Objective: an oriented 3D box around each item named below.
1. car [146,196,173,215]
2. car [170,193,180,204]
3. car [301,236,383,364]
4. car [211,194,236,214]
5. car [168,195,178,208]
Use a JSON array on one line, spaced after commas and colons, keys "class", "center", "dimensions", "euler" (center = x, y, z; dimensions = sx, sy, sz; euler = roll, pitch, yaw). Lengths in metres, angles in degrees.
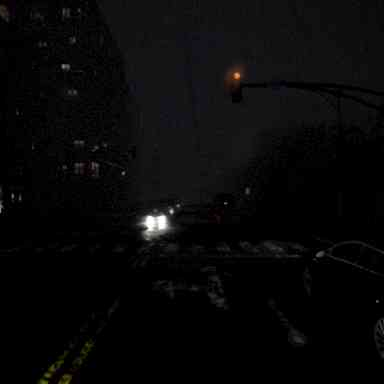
[{"class": "car", "center": [-3.405, 1.470, 33.292], "dimensions": [2.128, 1.511, 4.902], "euler": [0, 0, 0]}, {"class": "car", "center": [-3.399, 1.190, 64.127], "dimensions": [2.150, 2.045, 5.566], "euler": [0, 0, 0]}, {"class": "car", "center": [3.342, 1.485, 5.545], "dimensions": [2.128, 1.511, 4.902], "euler": [0, 0, 0]}, {"class": "car", "center": [3.294, 1.197, 35.126], "dimensions": [2.150, 2.045, 5.566], "euler": [0, 0, 0]}, {"class": "car", "center": [-3.424, 1.535, 47.215], "dimensions": [1.994, 1.385, 4.181], "euler": [0, 0, 0]}]
